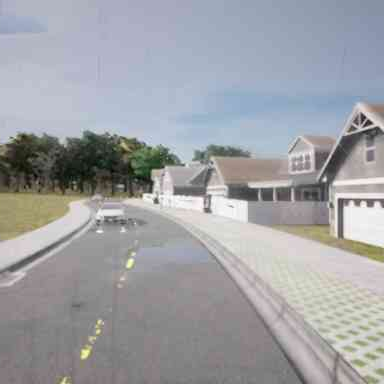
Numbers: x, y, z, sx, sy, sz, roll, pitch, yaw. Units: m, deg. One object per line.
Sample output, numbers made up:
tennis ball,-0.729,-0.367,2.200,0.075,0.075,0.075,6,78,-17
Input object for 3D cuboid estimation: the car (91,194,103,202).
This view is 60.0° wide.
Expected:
car,-17.700,1.153,62.414,1.812,1.442,4.674,0,0,-13

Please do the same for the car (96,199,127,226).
car,-5.542,1.450,22.988,1.812,1.442,4.674,0,0,-12
